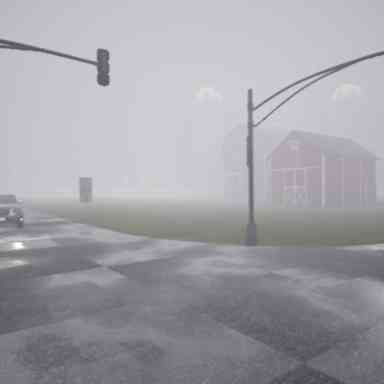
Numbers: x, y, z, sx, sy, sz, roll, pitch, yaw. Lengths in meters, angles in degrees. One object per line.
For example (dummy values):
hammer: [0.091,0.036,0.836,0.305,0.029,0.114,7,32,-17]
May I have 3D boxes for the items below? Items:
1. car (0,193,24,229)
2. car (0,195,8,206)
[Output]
car: [-11.526,1.067,19.835,2.150,2.045,5.566,-1,1,-34]
car: [-27.375,1.139,46.824,1.994,1.385,4.181,-1,1,-35]
